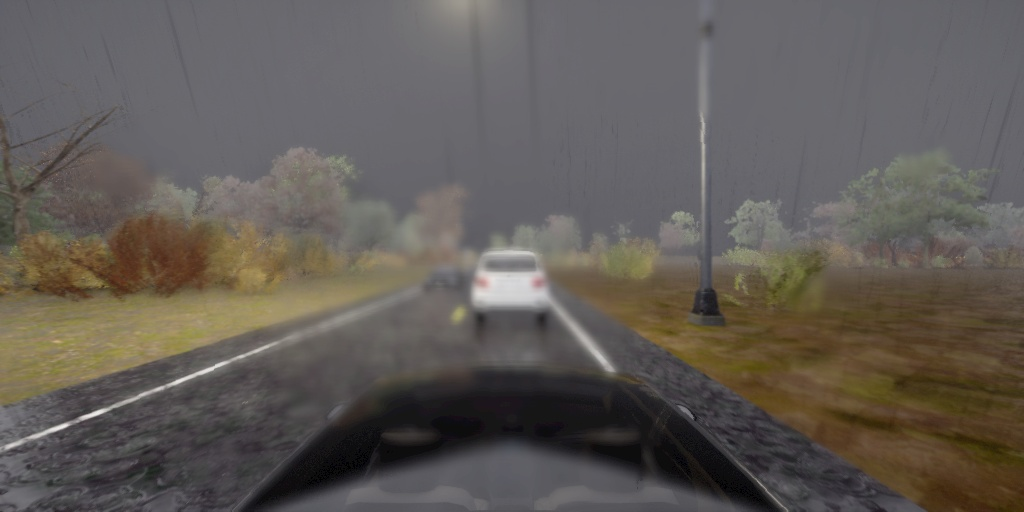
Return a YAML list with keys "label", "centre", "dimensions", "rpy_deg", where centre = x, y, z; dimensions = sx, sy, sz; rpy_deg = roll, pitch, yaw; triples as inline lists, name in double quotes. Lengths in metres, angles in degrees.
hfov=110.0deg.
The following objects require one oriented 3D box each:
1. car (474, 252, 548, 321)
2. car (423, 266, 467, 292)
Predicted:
- label: "car"
  centre: [0.010, 0.936, 12.382]
  dimensions: [2.150, 2.045, 5.566]
  rpy_deg: [0, -1, 1]
- label: "car"
  centre: [-3.752, 1.266, 20.652]
  dimensions: [1.994, 1.385, 4.181]
  rpy_deg: [0, 0, -1]
